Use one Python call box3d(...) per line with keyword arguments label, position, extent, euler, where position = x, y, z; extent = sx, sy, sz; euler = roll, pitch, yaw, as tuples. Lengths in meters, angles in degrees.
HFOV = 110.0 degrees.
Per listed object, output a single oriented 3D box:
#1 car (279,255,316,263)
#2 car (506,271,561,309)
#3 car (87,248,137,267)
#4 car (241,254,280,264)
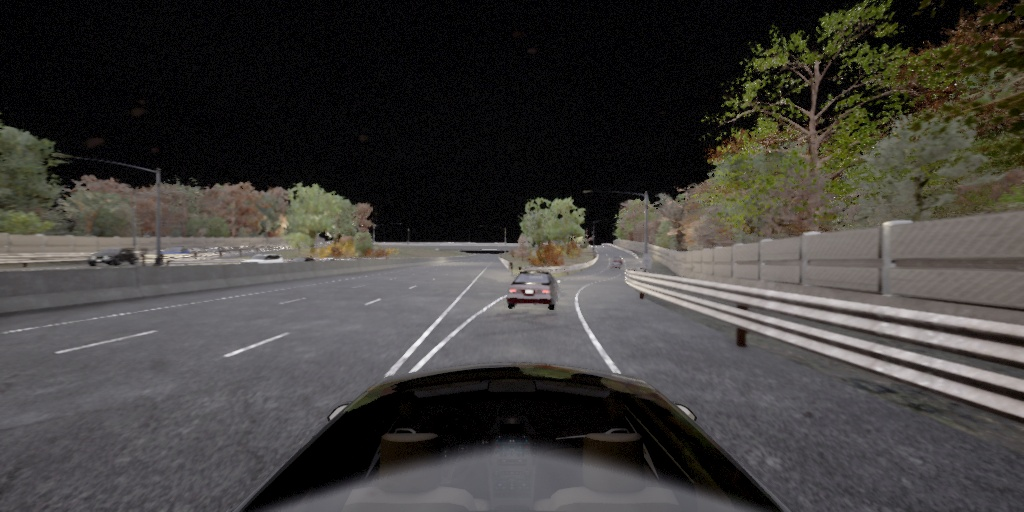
box3d(label="car", position=(-26.475, 0.937, 45.029), extent=(2.097, 1.767, 4.553), euler=(0, 0, -2))
box3d(label="car", position=(1.011, 1.346, 15.225), extent=(2.033, 1.411, 5.357), euler=(1, -1, 9))
box3d(label="car", position=(-43.948, 0.088, 39.596), extent=(2.150, 2.045, 5.566), euler=(0, 1, -26))
box3d(label="car", position=(-29.912, 0.783, 43.168), extent=(2.150, 2.045, 5.566), euler=(0, 0, -2))
